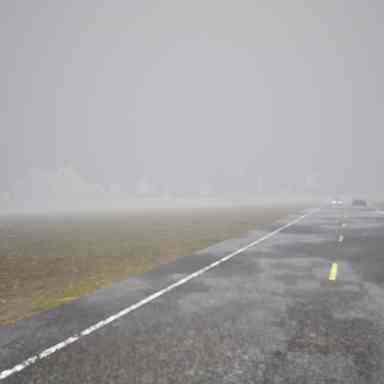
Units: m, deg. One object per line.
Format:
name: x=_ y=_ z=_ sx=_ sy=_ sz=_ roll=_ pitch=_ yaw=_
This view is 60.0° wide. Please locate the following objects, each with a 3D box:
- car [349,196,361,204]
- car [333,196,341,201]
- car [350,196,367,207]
car: x=32.505 y=1.505 z=66.438 sx=2.128 sy=1.511 sz=4.902 roll=-1 pitch=-1 yaw=24
car: x=36.441 y=1.669 z=83.744 sx=1.895 sy=1.301 sz=4.718 roll=-1 pitch=-1 yaw=24
car: x=25.268 y=1.436 z=50.355 sx=1.882 sy=1.535 sz=5.008 roll=-1 pitch=0 yaw=25
